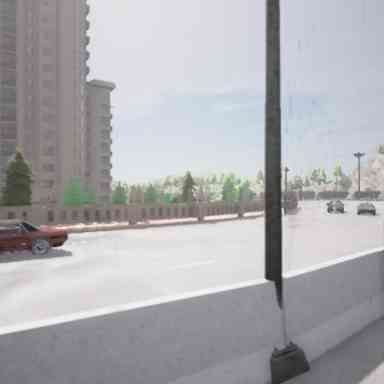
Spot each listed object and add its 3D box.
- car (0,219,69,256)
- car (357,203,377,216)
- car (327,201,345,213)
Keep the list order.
[{"bbox_3d":[-7.087,1.671,11.938,4.718,1.301,1.895,0,0,-37],"label":"car"},{"bbox_3d":[20.113,1.920,38.286,2.033,1.411,5.357,0,-1,28],"label":"car"},{"bbox_3d":[19.024,1.929,43.993,2.128,1.511,4.902,0,-1,25],"label":"car"}]
